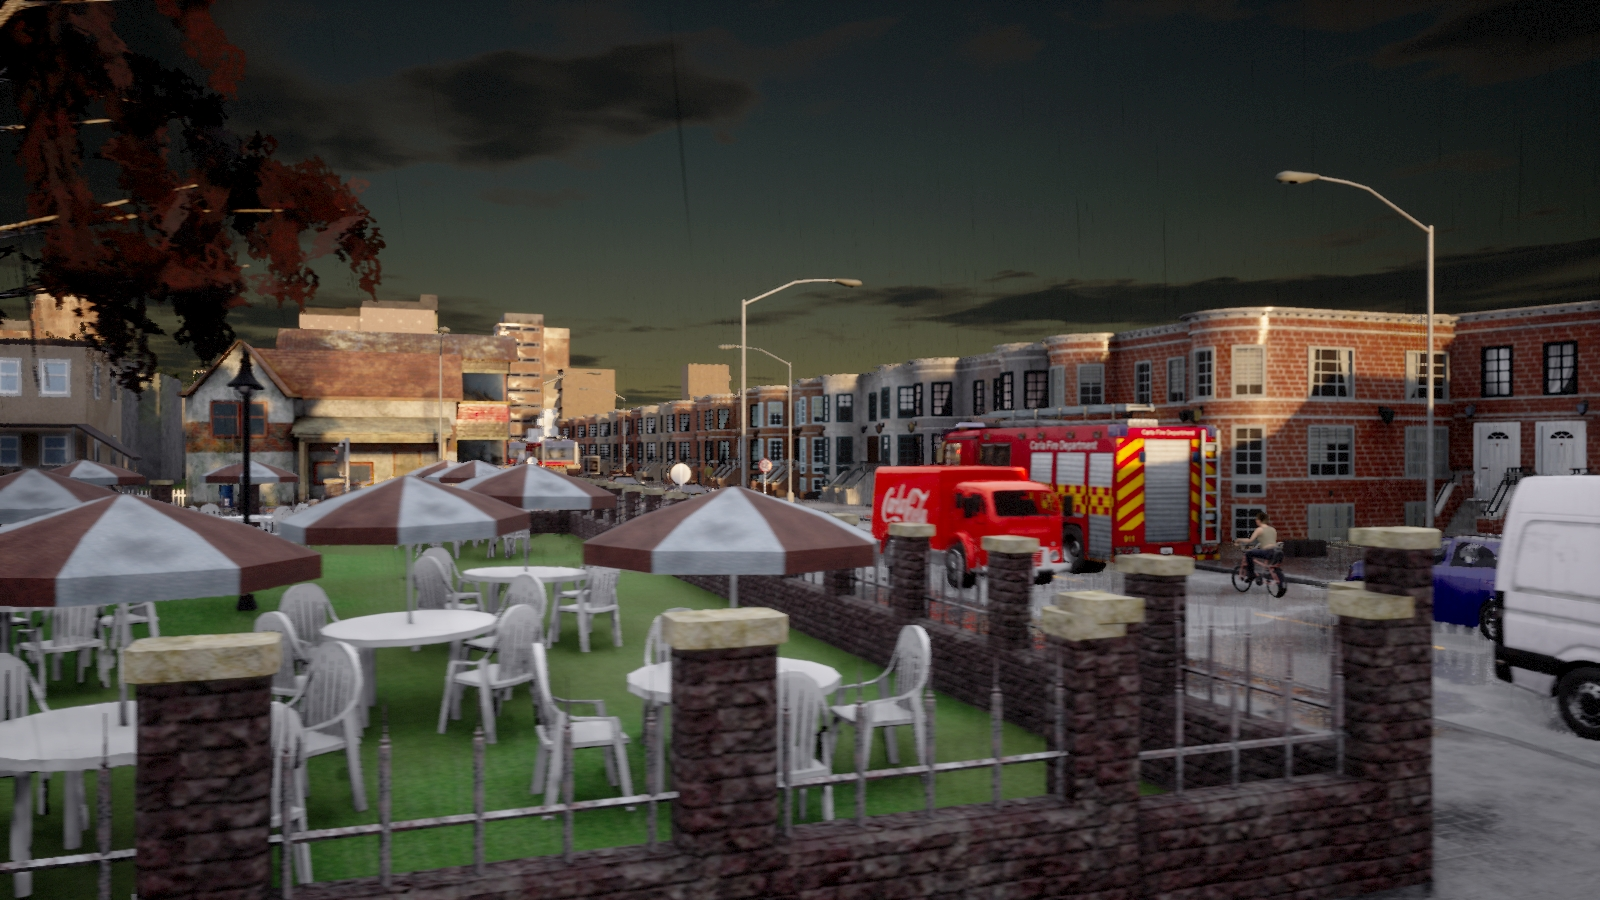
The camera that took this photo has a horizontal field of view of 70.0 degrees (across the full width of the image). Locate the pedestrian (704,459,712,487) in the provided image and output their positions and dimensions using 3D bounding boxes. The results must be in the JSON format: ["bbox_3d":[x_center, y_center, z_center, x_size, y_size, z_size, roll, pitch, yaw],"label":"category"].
[{"bbox_3d":[-6.152,1.543,76.384,0.375,1.860,0.375,0,0,-26],"label":"pedestrian"}]

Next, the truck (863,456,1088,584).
[{"bbox_3d":[3.618,1.360,24.852,2.627,2.467,5.204,0,0,-20],"label":"truck"}]

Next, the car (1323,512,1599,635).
[{"bbox_3d":[10.339,1.829,17.942,1.845,1.501,3.633,0,0,-20],"label":"car"}]

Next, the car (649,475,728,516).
[{"bbox_3d":[-4.687,1.832,47.366,2.038,1.542,4.974,0,0,-20],"label":"car"}]

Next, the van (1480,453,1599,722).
[{"bbox_3d":[9.064,1.323,9.658,1.988,2.561,5.915,0,0,-16],"label":"van"}]

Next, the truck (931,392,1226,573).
[{"bbox_3d":[6.541,0.682,28.632,2.891,3.827,8.468,0,0,-21],"label":"truck"}]

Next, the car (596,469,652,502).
[{"bbox_3d":[-9.218,1.829,59.540,2.038,1.542,4.974,0,0,-19],"label":"car"}]

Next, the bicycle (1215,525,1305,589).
[{"bbox_3d":[8.870,2.047,22.083,0.859,1.080,1.487,0,0,-19],"label":"bicycle"}]
